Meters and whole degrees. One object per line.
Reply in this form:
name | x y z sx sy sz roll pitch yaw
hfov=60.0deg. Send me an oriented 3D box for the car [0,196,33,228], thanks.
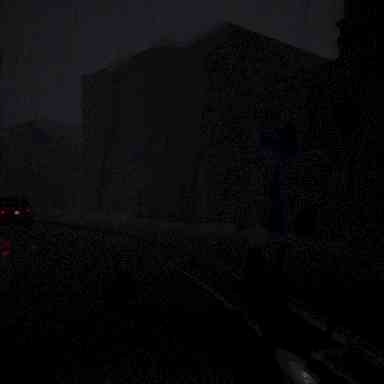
car | -12.231 1.335 21.602 2.150 2.045 5.566 -3 2 -45
